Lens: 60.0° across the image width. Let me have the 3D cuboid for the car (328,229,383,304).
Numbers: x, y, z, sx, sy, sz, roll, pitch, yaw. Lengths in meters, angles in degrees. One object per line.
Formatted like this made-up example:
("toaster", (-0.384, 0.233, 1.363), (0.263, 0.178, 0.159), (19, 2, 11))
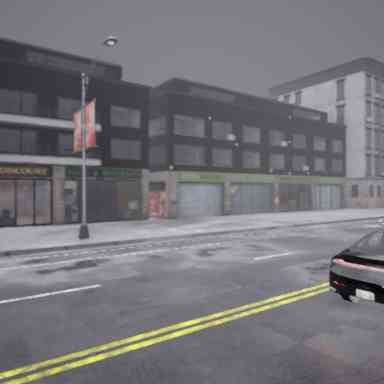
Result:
("car", (4.824, 1.475, 6.885), (4.902, 1.511, 2.128), (0, 0, -35))
